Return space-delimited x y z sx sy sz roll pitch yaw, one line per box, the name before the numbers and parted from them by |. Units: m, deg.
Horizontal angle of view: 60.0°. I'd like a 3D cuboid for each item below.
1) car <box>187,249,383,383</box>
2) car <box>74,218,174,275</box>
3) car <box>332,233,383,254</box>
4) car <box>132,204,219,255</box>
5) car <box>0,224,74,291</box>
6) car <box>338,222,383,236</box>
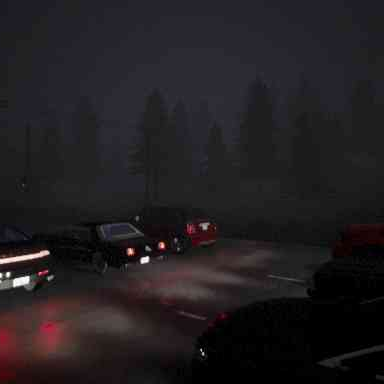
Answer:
car | 2.200 1.493 2.407 4.902 1.511 2.128 0 0 36
car | -3.076 1.581 10.474 4.718 1.301 1.895 0 0 37
car | 4.353 1.602 5.190 4.718 1.301 1.895 0 0 35
car | -1.255 1.331 13.480 4.553 1.767 2.097 0 0 36
car | -5.205 1.471 7.698 4.902 1.511 2.128 0 0 35
car | 6.414 1.223 8.019 5.566 2.045 2.150 0 0 35
